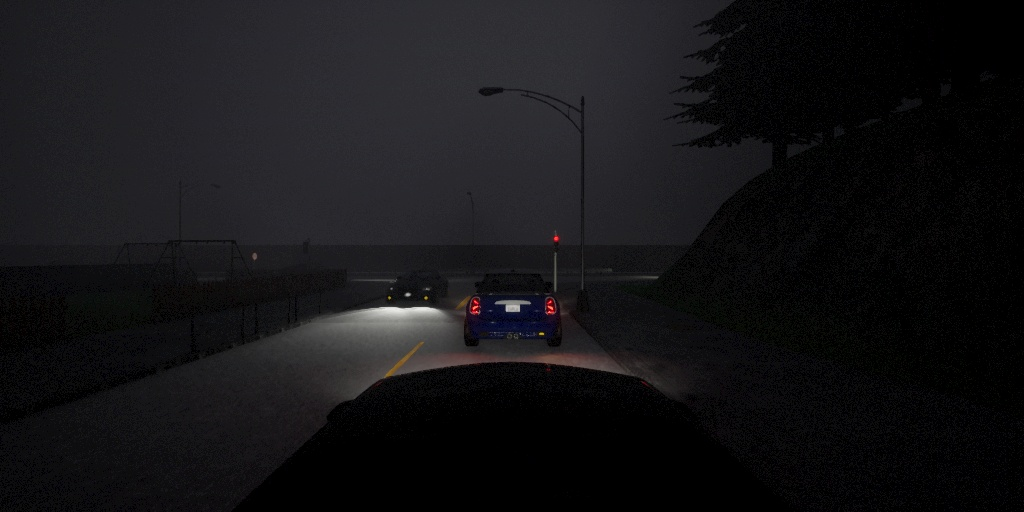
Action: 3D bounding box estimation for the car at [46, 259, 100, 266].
[{"bbox_3d":[-35.373,1.102,29.334,4.553,1.767,2.097,0,0,0],"label":"car"}]

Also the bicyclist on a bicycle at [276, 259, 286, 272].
[{"bbox_3d":[-24.264,1.099,37.725,0.582,1.620,1.656,0,0,0],"label":"bicyclist on a bicycle"}]

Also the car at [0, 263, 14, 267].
[{"bbox_3d":[-48.578,1.351,33.476,4.718,1.301,1.895,0,0,1],"label":"car"}]

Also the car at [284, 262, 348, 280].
[{"bbox_3d":[-15.990,1.241,29.325,4.902,1.511,2.128,0,0,0],"label":"car"}]

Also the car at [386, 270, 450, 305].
[{"bbox_3d":[-4.042,1.314,15.951,1.994,1.385,4.181,0,0,1],"label":"car"}]

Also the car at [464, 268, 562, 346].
[{"bbox_3d":[0.036,1.102,9.537,2.097,1.767,4.553,0,0,0],"label":"car"}]
